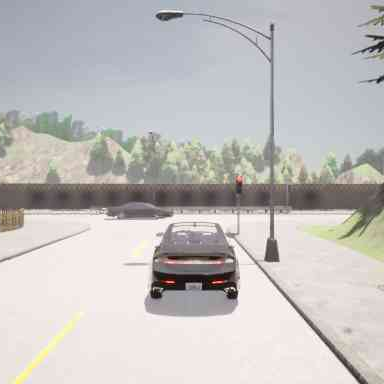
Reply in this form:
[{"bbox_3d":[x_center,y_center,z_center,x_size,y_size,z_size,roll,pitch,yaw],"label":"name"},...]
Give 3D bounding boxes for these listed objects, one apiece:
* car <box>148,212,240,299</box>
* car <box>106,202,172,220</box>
[{"bbox_3d":[0.067,1.491,8.427,2.128,1.511,4.902,0,0,1],"label":"car"},{"bbox_3d":[-4.222,1.548,27.192,5.357,1.411,2.033,0,0,0],"label":"car"}]
